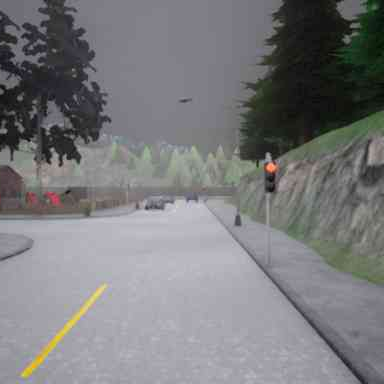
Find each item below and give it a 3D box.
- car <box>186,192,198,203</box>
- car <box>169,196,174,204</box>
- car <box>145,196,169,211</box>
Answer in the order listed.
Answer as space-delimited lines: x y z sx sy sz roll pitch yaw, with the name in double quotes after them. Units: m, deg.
0.023 0.942 63.132 2.150 2.045 5.566 0 0 0 "car"
-4.044 1.319 55.224 1.994 1.385 4.181 0 0 0 "car"
-4.080 1.399 37.299 1.994 1.385 4.181 0 0 0 "car"
